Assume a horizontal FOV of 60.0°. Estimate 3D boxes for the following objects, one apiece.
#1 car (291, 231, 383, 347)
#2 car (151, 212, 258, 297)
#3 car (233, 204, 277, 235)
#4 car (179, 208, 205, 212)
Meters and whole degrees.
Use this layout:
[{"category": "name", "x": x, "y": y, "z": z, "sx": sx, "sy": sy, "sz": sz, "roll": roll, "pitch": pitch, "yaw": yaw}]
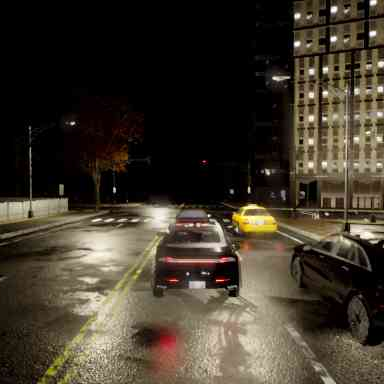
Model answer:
[{"category": "car", "x": 3.349, "y": 1.489, "z": 6.291, "sx": 2.128, "sy": 1.511, "sz": 4.902, "roll": 0, "pitch": 0, "yaw": 0}, {"category": "car", "x": 0.078, "y": 1.489, "z": 8.526, "sx": 2.128, "sy": 1.511, "sz": 4.902, "roll": 0, "pitch": 0, "yaw": 0}, {"category": "car", "x": 3.323, "y": 1.453, "z": 18.569, "sx": 1.801, "sy": 1.575, "sz": 5.366, "roll": 0, "pitch": 0, "yaw": 0}, {"category": "car", "x": 0.002, "y": 1.544, "z": 17.549, "sx": 2.033, "sy": 1.411, "sz": 5.357, "roll": 0, "pitch": 0, "yaw": 0}]
